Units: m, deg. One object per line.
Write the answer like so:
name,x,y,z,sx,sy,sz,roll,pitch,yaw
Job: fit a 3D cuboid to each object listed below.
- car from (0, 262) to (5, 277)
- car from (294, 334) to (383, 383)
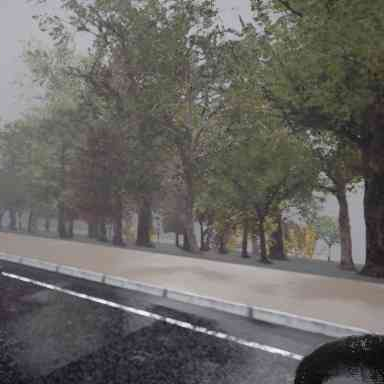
car,-6.960,1.599,8.691,5.357,1.411,2.033,0,0,36
car,2.864,1.519,1.633,4.674,1.442,1.812,0,0,36
